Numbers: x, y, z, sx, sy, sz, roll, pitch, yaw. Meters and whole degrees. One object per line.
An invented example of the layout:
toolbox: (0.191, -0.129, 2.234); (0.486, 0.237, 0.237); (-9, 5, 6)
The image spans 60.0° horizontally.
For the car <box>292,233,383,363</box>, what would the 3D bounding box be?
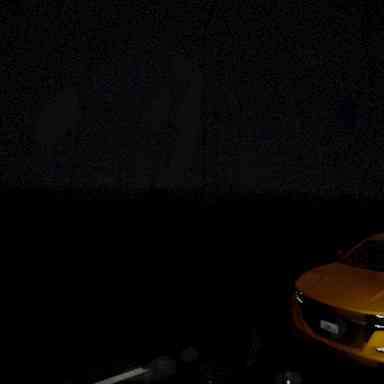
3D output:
car: (3.826, 1.473, 5.780); (5.008, 1.535, 1.882); (0, 0, -35)
